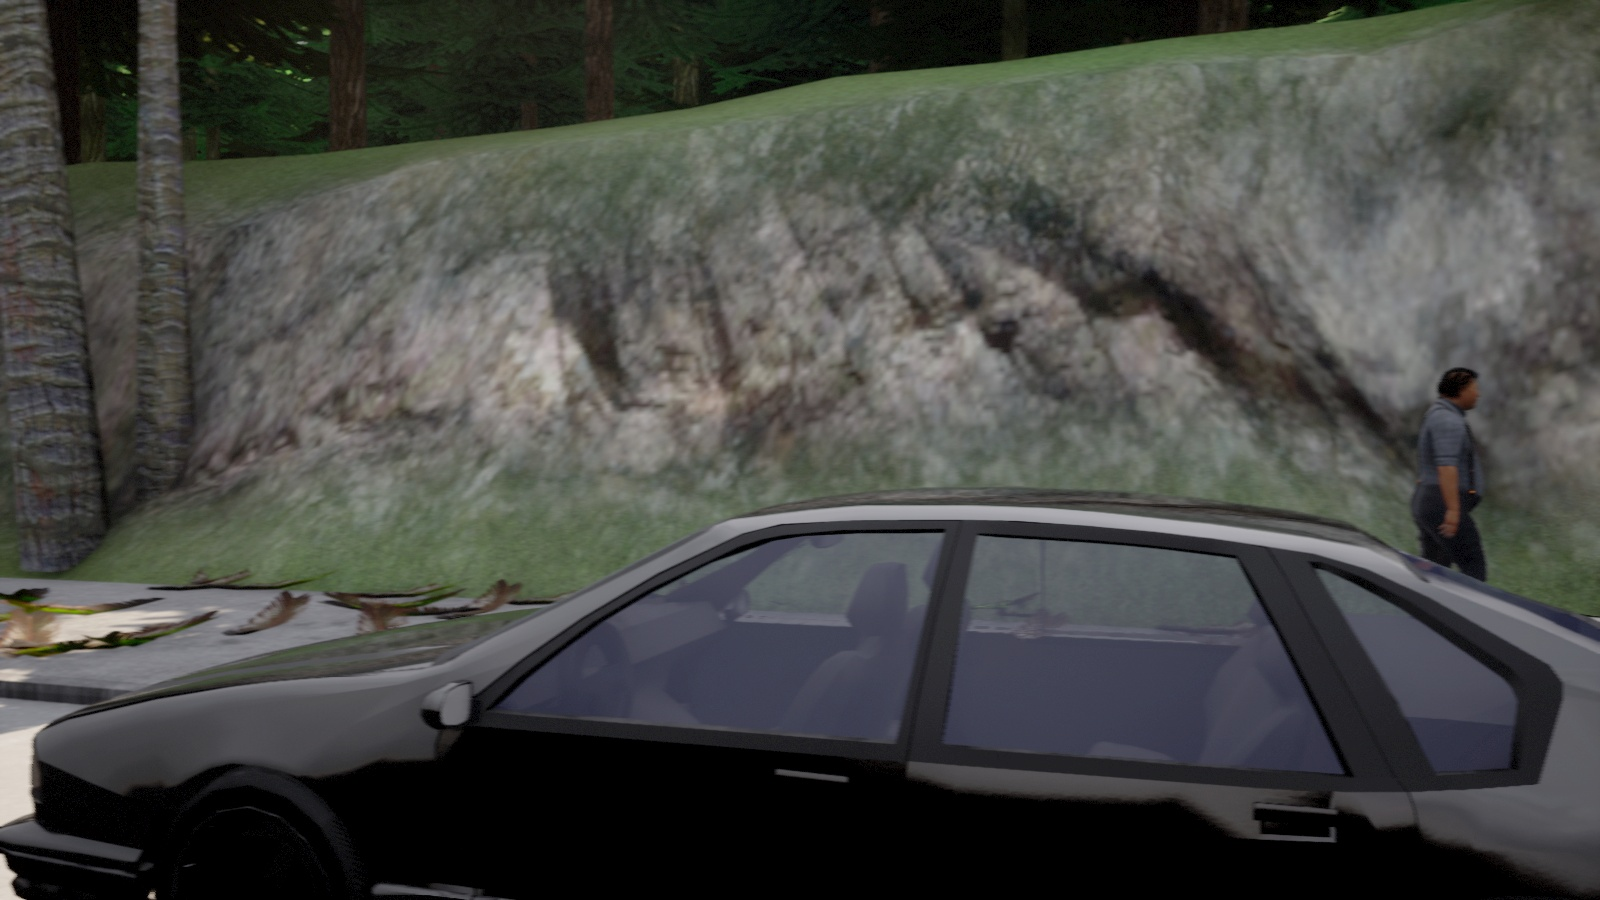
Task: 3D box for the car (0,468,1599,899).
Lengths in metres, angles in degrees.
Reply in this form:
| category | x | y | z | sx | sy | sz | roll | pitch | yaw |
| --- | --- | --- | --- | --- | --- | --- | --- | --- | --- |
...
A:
| category | x | y | z | sx | sy | sz | roll | pitch | yaw |
| --- | --- | --- | --- | --- | --- | --- | --- | --- | --- |
| car | 0.188 | 0.818 | 3.659 | 5.357 | 1.411 | 2.033 | 0 | 1 | 19 |

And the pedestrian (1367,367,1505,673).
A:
| category | x | y | z | sx | sy | sz | roll | pitch | yaw |
| --- | --- | --- | --- | --- | --- | --- | --- | --- | --- |
| pedestrian | 4.013 | 0.419 | 7.964 | 0.694 | 1.848 | 0.540 | 0 | 1 | 19 |
